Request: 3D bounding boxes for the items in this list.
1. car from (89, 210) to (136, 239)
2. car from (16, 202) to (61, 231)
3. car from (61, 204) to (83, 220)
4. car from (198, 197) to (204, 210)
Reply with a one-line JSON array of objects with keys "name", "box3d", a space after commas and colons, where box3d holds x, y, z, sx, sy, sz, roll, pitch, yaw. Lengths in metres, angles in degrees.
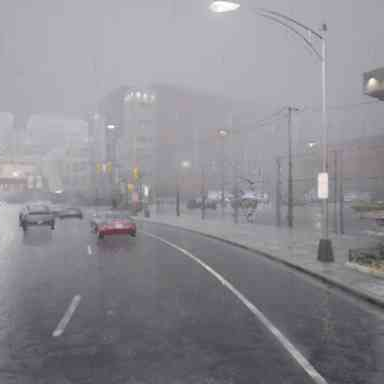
[{"name": "car", "box3d": [-4.467, 1.675, 18.472, 1.994, 1.385, 4.181, 0, 0, -24]}, {"name": "car", "box3d": [-10.317, 1.640, 22.017, 2.128, 1.511, 4.902, 0, 0, -30]}, {"name": "car", "box3d": [-11.369, 1.758, 30.255, 1.994, 1.385, 4.181, 0, 0, -32]}, {"name": "car", "box3d": [1.213, 1.479, 44.769, 2.185, 1.767, 4.553, 0, 0, -34]}]
